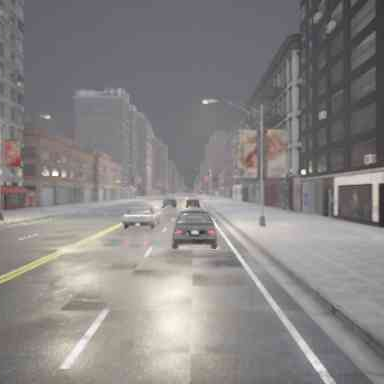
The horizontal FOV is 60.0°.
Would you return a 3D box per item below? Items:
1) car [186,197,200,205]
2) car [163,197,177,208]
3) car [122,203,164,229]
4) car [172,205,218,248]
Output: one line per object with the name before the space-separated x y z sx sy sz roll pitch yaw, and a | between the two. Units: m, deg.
car | 0.122 1.436 49.134 1.882 1.535 5.008 0 0 0
car | -3.131 1.465 47.578 1.837 1.490 4.892 0 0 0
car | -3.142 1.583 21.496 1.895 1.301 4.718 0 0 0
car | 0.106 1.535 14.725 2.033 1.411 5.357 0 0 0
